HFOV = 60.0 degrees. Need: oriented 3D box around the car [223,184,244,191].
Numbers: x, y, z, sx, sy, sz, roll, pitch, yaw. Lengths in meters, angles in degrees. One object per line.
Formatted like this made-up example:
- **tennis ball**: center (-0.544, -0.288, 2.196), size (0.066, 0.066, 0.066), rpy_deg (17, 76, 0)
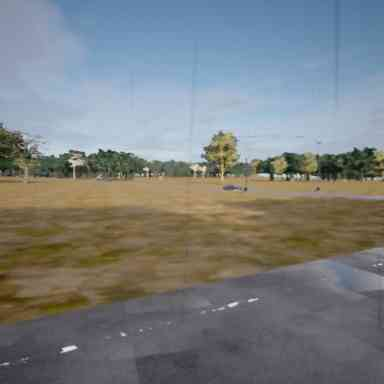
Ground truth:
- **car**: center (8.892, -1.025, 71.226), size (2.033, 1.411, 5.357), rpy_deg (0, 3, -30)
